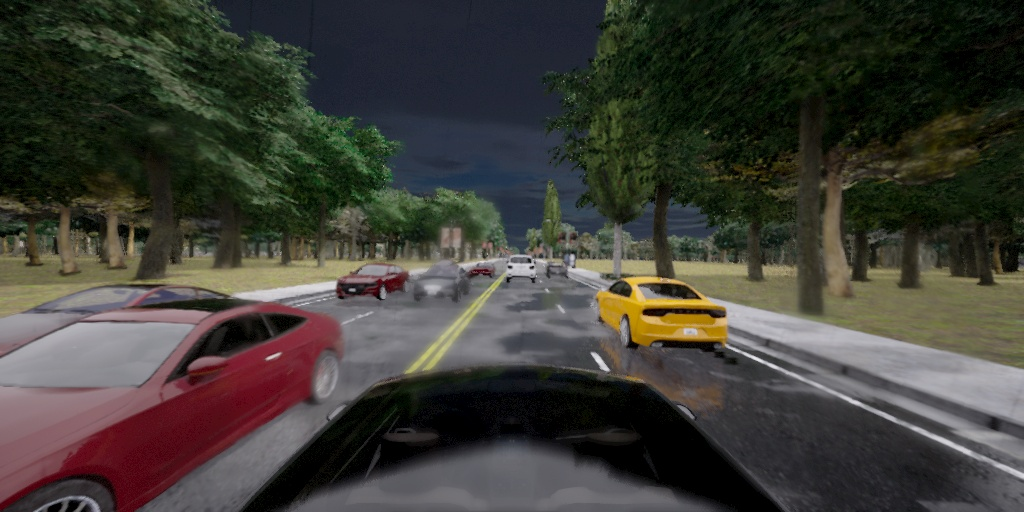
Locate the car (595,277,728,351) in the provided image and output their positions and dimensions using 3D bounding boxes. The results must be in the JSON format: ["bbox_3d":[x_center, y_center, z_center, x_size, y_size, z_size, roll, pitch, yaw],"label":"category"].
[{"bbox_3d":[3.471,1.278,9.295,1.882,1.535,5.008,1,0,2],"label":"car"}]

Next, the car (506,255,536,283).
[{"bbox_3d":[0.709,0.936,28.199,2.150,2.045,5.566,1,0,2],"label":"car"}]

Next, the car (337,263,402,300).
[{"bbox_3d":[-6.258,1.078,16.718,1.882,1.535,5.008,1,0,2],"label":"car"}]

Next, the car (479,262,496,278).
[{"bbox_3d":[-2.516,1.244,31.965,1.895,1.301,4.718,1,0,2],"label":"car"}]

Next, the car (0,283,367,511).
[{"bbox_3d":[-3.373,1.207,3.505,1.812,1.442,4.674,1,0,1],"label":"car"}]

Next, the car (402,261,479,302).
[{"bbox_3d":[-3.019,1.155,16.308,2.128,1.511,4.902,1,0,2],"label":"car"}]

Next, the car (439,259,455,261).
[{"bbox_3d":[-5.781,1.060,31.560,1.882,1.535,5.008,1,0,2],"label":"car"}]

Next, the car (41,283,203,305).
[{"bbox_3d":[-6.556,1.179,6.132,1.994,1.385,4.181,1,0,1],"label":"car"}]

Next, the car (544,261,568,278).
[{"bbox_3d":[4.146,1.260,33.941,2.128,1.511,4.902,1,0,2],"label":"car"}]
